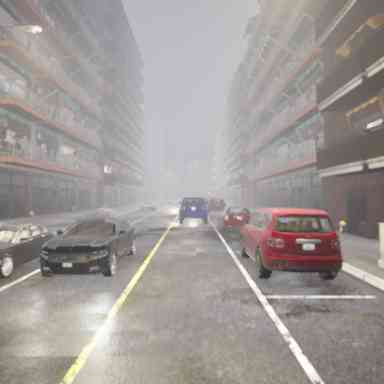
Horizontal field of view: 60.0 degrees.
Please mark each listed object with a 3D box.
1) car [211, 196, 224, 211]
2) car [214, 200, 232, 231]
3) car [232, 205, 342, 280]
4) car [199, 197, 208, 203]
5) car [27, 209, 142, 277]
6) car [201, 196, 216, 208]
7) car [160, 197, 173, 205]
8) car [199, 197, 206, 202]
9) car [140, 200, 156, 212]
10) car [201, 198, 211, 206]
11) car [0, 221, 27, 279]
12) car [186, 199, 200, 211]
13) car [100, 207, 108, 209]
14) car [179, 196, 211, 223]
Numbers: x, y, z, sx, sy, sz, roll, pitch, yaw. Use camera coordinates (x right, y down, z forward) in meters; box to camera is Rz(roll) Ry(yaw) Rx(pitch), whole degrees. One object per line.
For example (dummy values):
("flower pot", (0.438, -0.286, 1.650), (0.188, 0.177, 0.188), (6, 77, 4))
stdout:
("car", (2.715, 1.532, 37.936), (2.192, 1.841, 5.009), (1, 0, 0))
("car", (2.708, 1.561, 21.232), (1.967, 1.590, 4.097), (1, 0, 0))
("car", (2.706, 1.372, 10.096), (2.192, 1.841, 5.009), (1, 0, 0))
("car", (2.798, 2.048, 83.119), (1.947, 1.339, 4.313), (1, 0, 0))
("car", (-3.037, 1.538, 10.662), (1.882, 1.535, 5.008), (0, 0, 0))
("car", (2.721, 1.629, 54.640), (2.192, 1.841, 5.009), (1, 0, 0))
("car", (-5.675, 1.854, 71.378), (1.967, 1.590, 4.097), (1, 0, 0))
("car", (2.867, 2.072, 93.784), (1.752, 1.417, 4.829), (1, 0, 0))
("car", (-5.666, 1.775, 43.368), (1.752, 1.417, 4.829), (1, 0, 0))
("car", (2.730, 1.906, 65.944), (1.752, 1.417, 4.829), (1, 0, 0))
("car", (-5.677, 1.609, 10.131), (2.008, 1.369, 4.403), (1, 0, 0))
("car", (0.115, 1.788, 45.739), (1.812, 1.442, 4.674), (0, 0, 0))
("car", (-5.673, 1.646, 21.098), (1.752, 1.417, 4.829), (1, 0, 0))
("car", (0.108, 1.375, 27.064), (2.150, 2.045, 5.566), (0, 0, 0))
